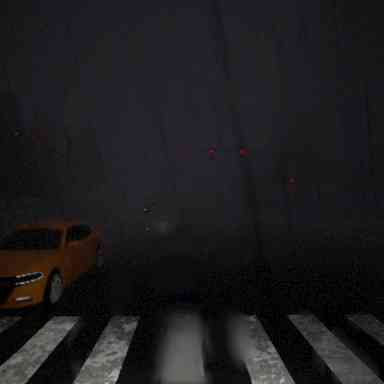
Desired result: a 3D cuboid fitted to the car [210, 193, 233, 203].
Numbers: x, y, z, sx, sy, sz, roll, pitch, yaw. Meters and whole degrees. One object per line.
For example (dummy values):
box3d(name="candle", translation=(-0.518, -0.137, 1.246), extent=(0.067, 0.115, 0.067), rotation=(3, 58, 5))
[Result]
box3d(name="car", translation=(6.198, 1.220, 68.731), extent=(2.150, 2.045, 5.566), rotation=(0, 0, 22))

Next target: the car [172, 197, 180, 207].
box3d(name="car", translation=(-3.476, 1.547, 52.696), extent=(2.033, 1.411, 5.357), rotation=(0, 0, 1))

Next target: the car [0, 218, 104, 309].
box3d(name="car", translation=(-3.594, 1.480, 8.155), extent=(1.882, 1.535, 5.008), rotation=(0, 0, 0))

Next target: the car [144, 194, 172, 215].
box3d(name="car", translation=(-3.580, 1.221, 34.227), extent=(2.150, 2.045, 5.566), rotation=(0, 0, 0))

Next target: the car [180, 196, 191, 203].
box3d(name="car", translation=(-1.463, 1.525, 68.621), extent=(1.812, 1.442, 4.674), rotation=(0, 0, 16))

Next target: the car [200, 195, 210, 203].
box3d(name="car", translation=(3.510, 1.355, 71.736), extent=(2.097, 1.767, 4.553), rotation=(0, 0, 26))

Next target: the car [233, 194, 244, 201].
box3d(name="car", translation=(10.156, 1.524, 81.924), extent=(1.812, 1.442, 4.674), rotation=(0, 0, 44))

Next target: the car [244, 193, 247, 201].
box3d(name="car", translation=(14.633, 1.225, 81.503), extent=(5.566, 2.045, 2.150), rotation=(0, 0, -43))
